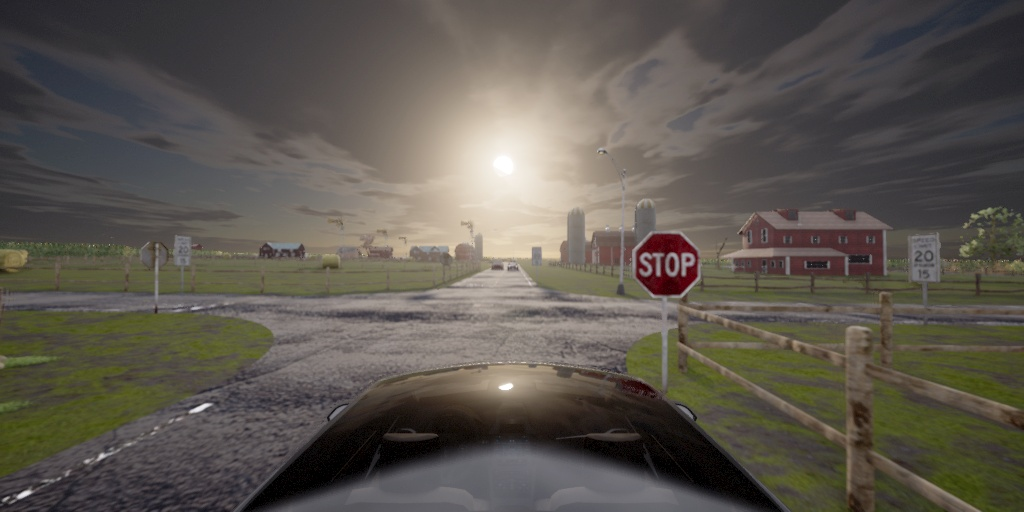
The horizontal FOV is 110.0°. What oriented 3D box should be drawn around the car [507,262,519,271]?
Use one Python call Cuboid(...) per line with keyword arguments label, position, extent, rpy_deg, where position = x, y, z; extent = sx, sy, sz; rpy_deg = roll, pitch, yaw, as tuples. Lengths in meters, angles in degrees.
Cuboid(label="car", position=(0.148, 1.803, 61.016), extent=(1.895, 1.301, 4.718), rpy_deg=(0, 0, 0))
